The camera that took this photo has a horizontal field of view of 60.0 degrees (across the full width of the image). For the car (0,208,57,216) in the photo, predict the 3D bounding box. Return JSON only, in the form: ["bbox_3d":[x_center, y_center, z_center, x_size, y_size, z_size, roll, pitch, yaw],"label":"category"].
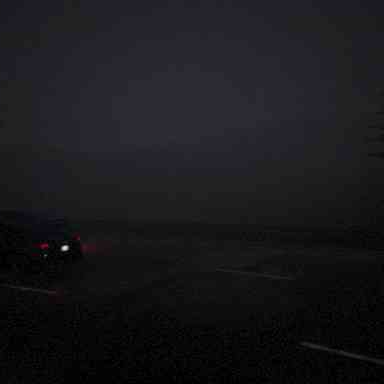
[{"bbox_3d":[-7.653,1.462,14.416,5.008,1.535,1.882,0,0,17],"label":"car"}]

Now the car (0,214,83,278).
[{"bbox_3d":[-5.431,1.553,10.033,4.181,1.385,1.994,0,0,21],"label":"car"}]
